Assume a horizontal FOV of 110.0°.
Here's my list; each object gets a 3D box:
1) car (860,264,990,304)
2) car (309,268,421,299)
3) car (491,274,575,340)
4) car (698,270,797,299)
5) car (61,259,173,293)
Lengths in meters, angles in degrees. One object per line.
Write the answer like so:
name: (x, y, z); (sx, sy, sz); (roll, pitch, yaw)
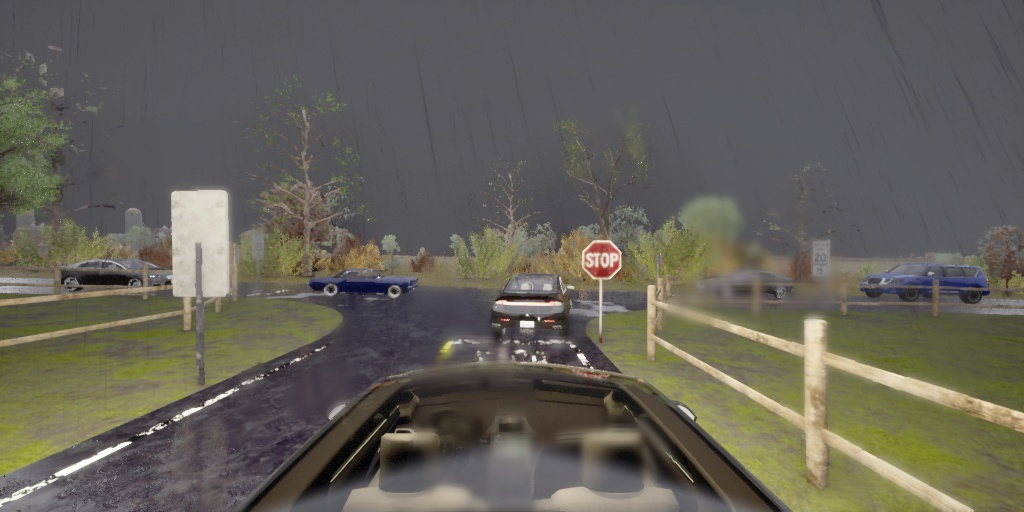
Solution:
car: (22.899, 1.466, 19.977); (5.566, 2.045, 2.150); (1, 1, 0)
car: (-6.823, 1.248, 17.059); (4.718, 1.301, 1.895); (1, 1, 0)
car: (0.706, 1.240, 10.029); (2.128, 1.511, 4.902); (0, 0, 9)
car: (13.003, 1.525, 19.988); (4.902, 1.511, 2.128); (1, 1, 0)
car: (-18.490, 0.885, 17.075); (4.902, 1.511, 2.128); (1, 1, 0)
